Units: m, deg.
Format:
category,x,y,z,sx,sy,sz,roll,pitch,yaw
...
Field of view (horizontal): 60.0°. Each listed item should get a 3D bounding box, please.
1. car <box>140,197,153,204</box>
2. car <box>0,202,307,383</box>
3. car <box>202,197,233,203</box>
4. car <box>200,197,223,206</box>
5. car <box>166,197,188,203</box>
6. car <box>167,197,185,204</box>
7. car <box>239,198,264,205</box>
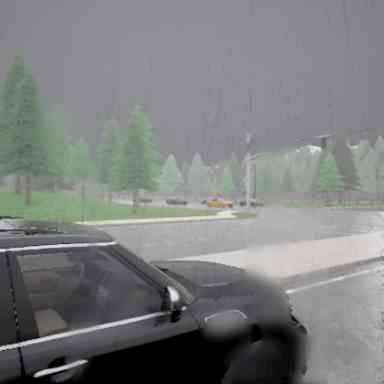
category,x,y,z,sx,sy,sz,roll,pitch,yaw
car,-10.064,1.776,70.093,1.895,1.301,4.718,0,0,-35
car,-1.450,1.227,2.706,5.566,2.045,2.150,0,0,-36
car,4.164,1.663,49.635,1.882,1.535,5.008,0,0,-35
car,3.642,1.752,62.618,1.812,1.442,4.674,0,0,-35
car,-2.664,1.787,59.394,1.895,1.301,4.718,0,0,-35
car,-3.607,1.749,73.078,1.812,1.442,4.674,0,0,-35
car,9.602,1.751,54.074,1.812,1.442,4.674,0,0,-35
